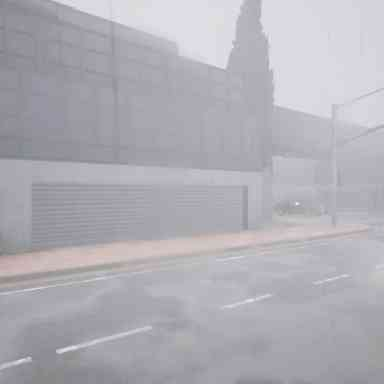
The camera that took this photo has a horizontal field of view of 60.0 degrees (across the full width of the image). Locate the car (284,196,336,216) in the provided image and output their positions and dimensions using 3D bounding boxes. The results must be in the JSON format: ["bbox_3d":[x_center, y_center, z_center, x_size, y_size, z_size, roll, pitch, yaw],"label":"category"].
[{"bbox_3d":[11.789,1.352,33.423,2.097,1.767,4.553,0,0,-37],"label":"car"}]

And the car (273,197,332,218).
[{"bbox_3d":[9.700,1.492,30.366,2.128,1.511,4.902,0,0,-37],"label":"car"}]

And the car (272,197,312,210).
[{"bbox_3d":[13.103,1.505,43.721,1.837,1.490,4.892,0,0,-37],"label":"car"}]
